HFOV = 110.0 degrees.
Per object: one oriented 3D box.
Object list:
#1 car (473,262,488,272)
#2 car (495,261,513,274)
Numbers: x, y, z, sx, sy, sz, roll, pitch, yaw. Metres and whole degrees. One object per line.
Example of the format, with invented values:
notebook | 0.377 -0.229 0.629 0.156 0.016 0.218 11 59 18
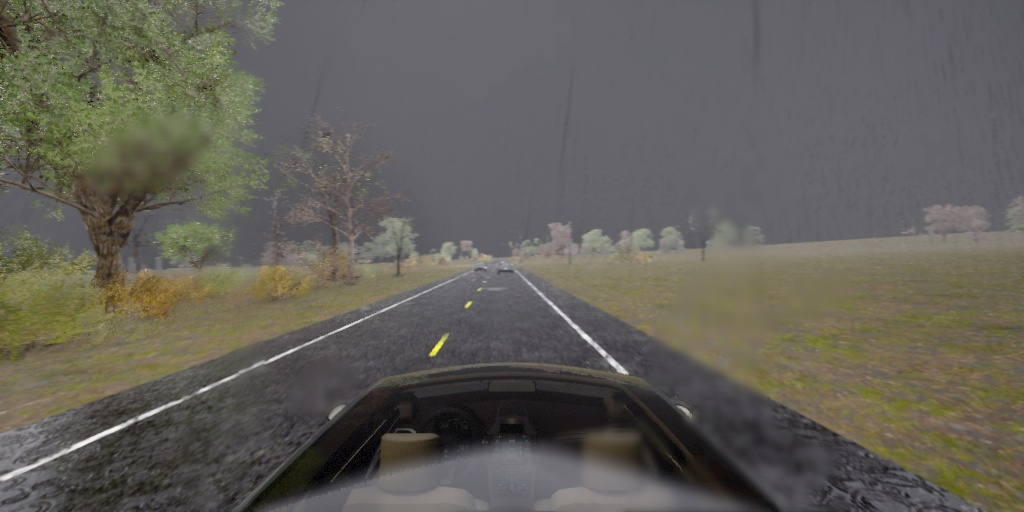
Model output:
car | -4.736 1.667 54.950 1.837 1.490 4.892 -2 0 -1
car | -0.874 1.529 46.540 1.994 1.385 4.181 -2 0 -1
